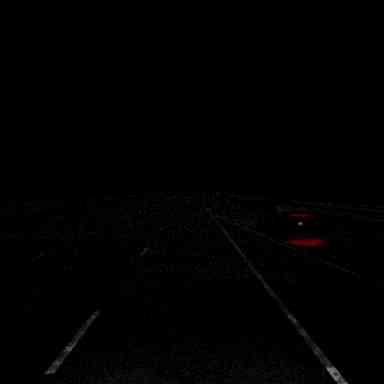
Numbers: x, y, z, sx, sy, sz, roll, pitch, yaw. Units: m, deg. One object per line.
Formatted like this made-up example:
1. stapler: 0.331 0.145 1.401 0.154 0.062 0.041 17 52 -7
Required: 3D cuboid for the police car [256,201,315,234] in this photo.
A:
1. police car: 5.039 1.327 18.821 1.930 1.638 5.238 0 0 -6
